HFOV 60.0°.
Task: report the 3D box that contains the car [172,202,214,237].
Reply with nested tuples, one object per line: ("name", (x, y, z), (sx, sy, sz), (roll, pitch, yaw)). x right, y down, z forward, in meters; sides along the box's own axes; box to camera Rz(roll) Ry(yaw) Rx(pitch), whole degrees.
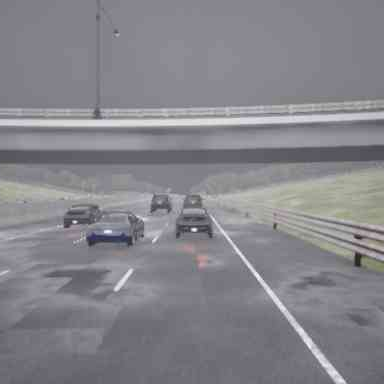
("car", (0.106, 1.512, 17.991), (1.837, 1.490, 4.892), (0, 0, 0))

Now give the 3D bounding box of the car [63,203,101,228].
("car", (-6.893, 1.515, 22.006), (1.837, 1.490, 4.892), (0, 0, 0))

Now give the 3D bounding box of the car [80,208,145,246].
("car", (-3.395, 1.571, 15.455), (1.994, 1.385, 4.181), (0, 0, 0))

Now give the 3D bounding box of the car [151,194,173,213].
("car", (-3.399, 1.250, 37.801), (2.150, 2.045, 5.566), (0, 0, 0))

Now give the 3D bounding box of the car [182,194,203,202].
("car", (0.113, 1.250, 37.804), (2.150, 2.045, 5.566), (0, 0, 0))
